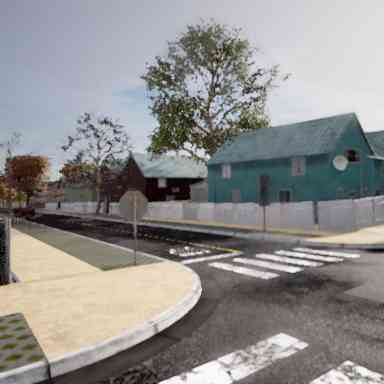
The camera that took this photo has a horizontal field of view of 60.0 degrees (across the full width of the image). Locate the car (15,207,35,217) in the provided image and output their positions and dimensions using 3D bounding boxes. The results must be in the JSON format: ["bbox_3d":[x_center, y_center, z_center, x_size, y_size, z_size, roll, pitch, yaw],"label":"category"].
[{"bbox_3d":[-22.303,2.614,44.417,1.895,1.301,4.718,-1,-1,-35],"label":"car"}]
